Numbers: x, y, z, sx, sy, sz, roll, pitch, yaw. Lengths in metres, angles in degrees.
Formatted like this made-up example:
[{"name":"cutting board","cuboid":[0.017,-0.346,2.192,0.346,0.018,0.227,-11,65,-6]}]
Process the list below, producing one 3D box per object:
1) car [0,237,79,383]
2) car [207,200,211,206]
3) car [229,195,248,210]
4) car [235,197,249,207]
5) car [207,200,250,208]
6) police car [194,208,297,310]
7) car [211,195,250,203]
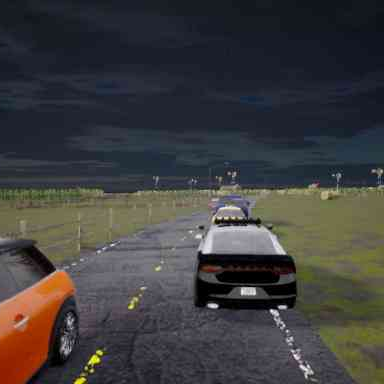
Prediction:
[{"name":"car","cuboid":[-2.700,1.354,2.795,2.097,1.767,4.553,0,0,2]},{"name":"car","cuboid":[3.129,1.519,42.703,1.812,1.442,4.674,0,0,12]},{"name":"car","cuboid":[6.200,1.343,43.871,2.097,1.767,4.553,0,0,12]},{"name":"car","cuboid":[8.130,1.548,53.612,1.994,1.385,4.181,0,0,12]},{"name":"car","cuboid":[2.052,1.458,17.939,1.801,1.575,5.366,0,0,7]},{"name":"police car","cuboid":[1.088,1.429,8.058,1.930,1.638,5.238,0,0,4]},{"name":"car","cuboid":[2.920,1.225,23.622,2.150,2.045,5.566,0,0,10]}]
